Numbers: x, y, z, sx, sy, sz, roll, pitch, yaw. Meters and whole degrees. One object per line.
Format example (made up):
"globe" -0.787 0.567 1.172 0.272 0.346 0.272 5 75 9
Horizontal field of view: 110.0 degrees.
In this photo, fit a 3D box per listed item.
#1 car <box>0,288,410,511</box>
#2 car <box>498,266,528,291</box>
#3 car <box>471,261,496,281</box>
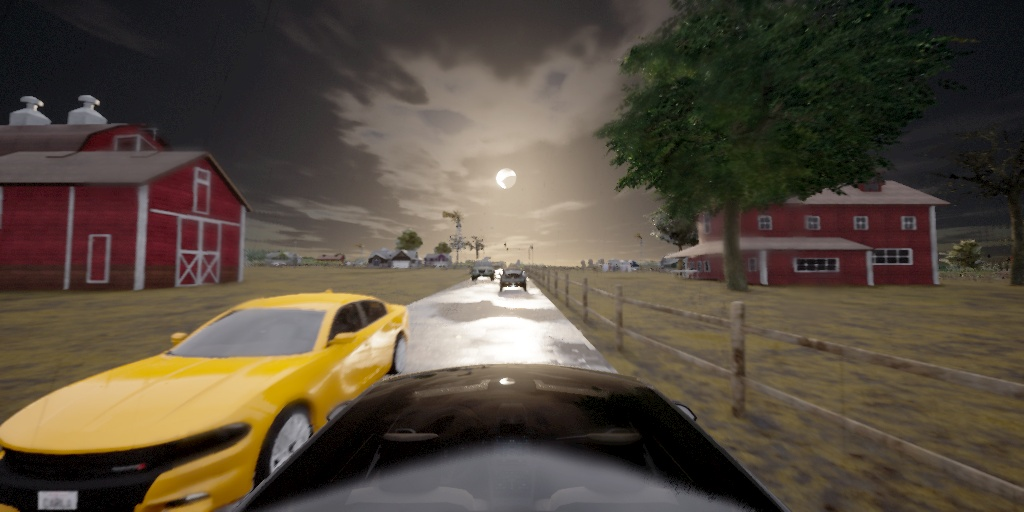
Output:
"car" -2.833 1.266 4.734 1.882 1.535 5.008 0 0 0
"car" 0.070 1.573 24.918 1.837 1.490 4.892 0 -1 0
"car" -2.866 1.486 36.735 2.150 2.045 5.566 0 -1 0
